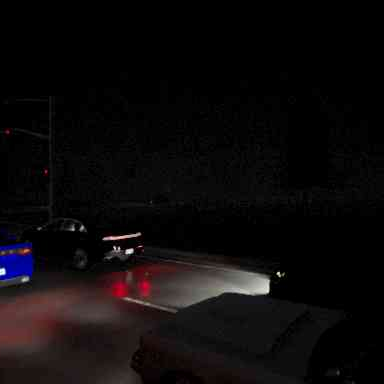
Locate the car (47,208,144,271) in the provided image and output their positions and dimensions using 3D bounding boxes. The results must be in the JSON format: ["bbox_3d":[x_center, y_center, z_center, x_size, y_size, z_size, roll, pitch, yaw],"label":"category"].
[{"bbox_3d":[-3.764,1.492,10.962,4.902,1.511,2.128,0,0,36],"label":"car"}]

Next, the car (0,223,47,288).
[{"bbox_3d":[-5.899,1.478,8.186,5.008,1.535,1.882,0,0,36],"label":"car"}]

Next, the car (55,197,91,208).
[{"bbox_3d":[-15.882,1.489,44.849,2.128,1.511,4.902,0,0,34],"label":"car"}]

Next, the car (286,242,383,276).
[{"bbox_3d":[3.502,1.564,5.788,4.181,1.385,1.994,0,0,36],"label":"car"}]

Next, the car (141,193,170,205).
[{"bbox_3d":[-6.173,1.213,58.788,2.150,2.045,5.566,0,1,35],"label":"car"}]

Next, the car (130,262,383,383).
[{"bbox_3d":[1.716,1.601,2.770,4.718,1.301,1.895,0,0,36],"label":"car"}]

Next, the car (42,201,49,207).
[{"bbox_3d":[-20.083,1.548,51.052,2.033,1.411,5.357,0,0,35],"label":"car"}]

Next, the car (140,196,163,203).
[{"bbox_3d":[-8.305,1.507,67.845,1.837,1.490,4.892,0,-1,35],"label":"car"}]
